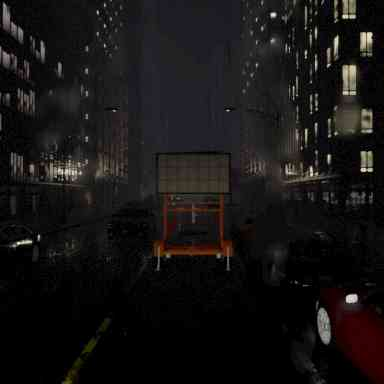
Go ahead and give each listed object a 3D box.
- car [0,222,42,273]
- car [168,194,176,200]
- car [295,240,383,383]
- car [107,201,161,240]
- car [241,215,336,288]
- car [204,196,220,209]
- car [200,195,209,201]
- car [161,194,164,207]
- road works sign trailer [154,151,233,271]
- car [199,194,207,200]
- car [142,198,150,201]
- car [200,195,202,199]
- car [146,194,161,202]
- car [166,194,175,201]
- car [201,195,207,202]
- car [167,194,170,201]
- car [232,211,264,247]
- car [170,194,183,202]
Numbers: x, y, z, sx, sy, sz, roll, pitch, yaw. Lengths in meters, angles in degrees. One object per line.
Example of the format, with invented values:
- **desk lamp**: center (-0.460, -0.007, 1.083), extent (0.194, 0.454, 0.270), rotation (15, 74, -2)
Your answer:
- **car**: center (-5.646, 1.550, 9.021), extent (2.008, 1.369, 4.403), rotation (0, 0, 0)
- **car**: center (-5.306, 1.388, 88.311), extent (1.752, 1.417, 4.829), rotation (1, 0, 0)
- **car**: center (2.710, 1.545, 3.304), extent (1.887, 1.381, 4.507), rotation (0, 0, 0)
- **car**: center (-2.927, 1.473, 17.092), extent (1.882, 1.535, 5.008), rotation (0, 0, 0)
- **car**: center (2.734, 1.550, 8.978), extent (2.008, 1.369, 4.403), rotation (0, 0, 0)
- **car**: center (2.880, 1.533, 43.029), extent (1.947, 1.339, 4.313), rotation (0, 0, 0)
- **car**: center (3.050, 1.446, 82.751), extent (1.947, 1.339, 4.313), rotation (1, 0, 0)
- **car**: center (-5.474, 1.274, 48.752), extent (2.192, 1.841, 5.009), rotation (0, 0, 0)
- **road works sign trailer**: center (0.046, 0.463, 10.901), extent (2.380, 3.560, 2.880), rotation (0, 0, 0)
- **car**: center (3.099, 1.390, 94.101), extent (1.887, 1.381, 4.507), rotation (1, 0, 0)
- **car**: center (-5.549, 1.527, 31.725), extent (1.887, 1.381, 4.507), rotation (0, 0, 0)
- **car**: center (2.953, 1.519, 60.052), extent (1.802, 1.307, 4.206), rotation (1, 0, 0)
- **car**: center (-5.499, 1.408, 43.077), extent (1.967, 1.590, 4.097), rotation (0, 0, 0)
- **car**: center (-5.329, 1.320, 82.805), extent (1.967, 1.590, 4.097), rotation (1, 0, 0)
- **car**: center (2.929, 1.531, 54.378), extent (1.802, 1.307, 4.206), rotation (1, 0, 0)
- **car**: center (-5.428, 1.519, 60.102), extent (1.802, 1.307, 4.206), rotation (1, 0, 0)
- **car**: center (2.759, 1.522, 14.825), extent (1.752, 1.417, 4.829), rotation (0, 0, 0)
- **car**: center (-2.730, 1.494, 63.455), extent (1.994, 1.385, 4.181), rotation (0, 0, 0)
